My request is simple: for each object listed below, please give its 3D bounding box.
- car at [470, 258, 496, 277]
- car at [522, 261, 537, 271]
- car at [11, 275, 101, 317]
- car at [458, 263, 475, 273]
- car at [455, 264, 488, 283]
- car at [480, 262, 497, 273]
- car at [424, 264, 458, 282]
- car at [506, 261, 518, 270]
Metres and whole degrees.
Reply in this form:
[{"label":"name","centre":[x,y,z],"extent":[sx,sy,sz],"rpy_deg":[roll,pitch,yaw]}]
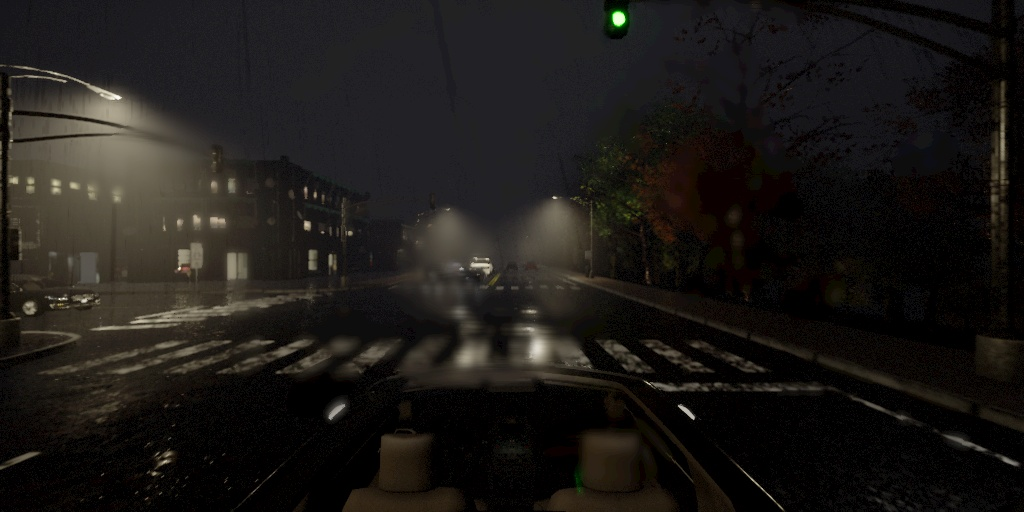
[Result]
[{"label":"car","centre":[-3.392,1.290,40.582],"extent":[2.150,2.045,5.566],"rpy_deg":[0,0,0]},{"label":"car","centre":[3.284,1.722,62.355],"extent":[1.882,1.535,5.008],"rpy_deg":[0,0,0]},{"label":"car","centre":[-19.604,1.582,14.392],"extent":[4.892,1.490,1.837],"rpy_deg":[-1,0,0]},{"label":"car","centre":[-6.646,1.770,52.931],"extent":[1.895,1.301,4.718],"rpy_deg":[0,0,0]},{"label":"car","centre":[-3.383,1.590,30.818],"extent":[1.895,1.301,4.718],"rpy_deg":[0,0,0]},{"label":"car","centre":[-3.394,1.663,53.186],"extent":[2.128,1.511,4.902],"rpy_deg":[0,-1,0]},{"label":"car","centre":[-6.635,1.497,32.742],"extent":[2.128,1.511,4.902],"rpy_deg":[0,0,0]},{"label":"car","centre":[0.032,1.727,62.939],"extent":[1.882,1.535,5.008],"rpy_deg":[0,0,0]}]
